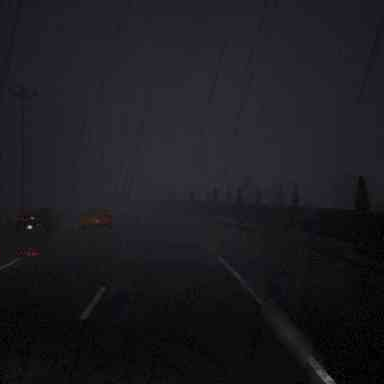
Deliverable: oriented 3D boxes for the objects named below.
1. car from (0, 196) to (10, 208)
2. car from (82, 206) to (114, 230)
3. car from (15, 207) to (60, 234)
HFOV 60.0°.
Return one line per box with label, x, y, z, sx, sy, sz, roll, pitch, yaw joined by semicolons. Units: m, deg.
car;-33.535;1.810;58.714;2.150;2.045;5.566;0;-1;-28
car;-6.543;1.695;23.351;1.882;1.535;5.008;0;0;-13
car;-9.522;1.708;20.811;1.837;1.490;4.892;0;-1;-12
